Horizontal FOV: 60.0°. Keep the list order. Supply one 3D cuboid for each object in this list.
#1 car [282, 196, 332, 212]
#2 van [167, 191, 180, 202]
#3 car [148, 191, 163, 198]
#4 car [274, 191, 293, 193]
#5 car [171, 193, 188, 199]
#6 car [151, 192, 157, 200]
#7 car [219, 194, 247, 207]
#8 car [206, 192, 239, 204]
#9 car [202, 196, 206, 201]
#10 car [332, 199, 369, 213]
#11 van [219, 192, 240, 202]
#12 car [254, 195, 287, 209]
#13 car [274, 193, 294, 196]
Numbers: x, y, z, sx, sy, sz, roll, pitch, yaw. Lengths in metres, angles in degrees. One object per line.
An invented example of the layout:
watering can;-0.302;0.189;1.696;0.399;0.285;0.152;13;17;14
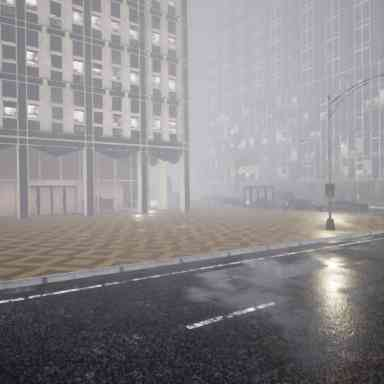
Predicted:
car;12.466;1.422;36.291;1.947;1.339;4.313;-1;1;-34
van;-3.403;0.935;59.862;1.690;1.788;3.998;0;1;-34
car;-9.255;0.684;83.374;1.967;1.590;4.097;0;1;-34
car;12.060;0.896;47.393;2.150;2.045;5.566;-1;1;-34
car;-2.864;0.934;73.976;1.802;1.307;4.206;0;1;-34
car;-9.795;1.038;69.265;2.008;1.369;4.403;0;1;-34
car;6.138;1.318;45.736;1.947;1.339;4.313;-1;1;-34
car;4.850;1.158;52.339;1.837;1.490;4.892;-1;1;-34
car;3.527;1.041;64.575;1.802;1.307;4.206;-1;1;-34
car;16.412;1.404;35.309;1.994;1.385;4.181;-1;1;-34
van;6.722;0.853;59.872;1.690;1.788;3.998;-1;1;-34
car;9.285;1.386;41.003;1.802;1.307;4.206;-1;1;-34
car;10.675;1.273;43.745;1.812;1.442;4.674;-1;1;-34
